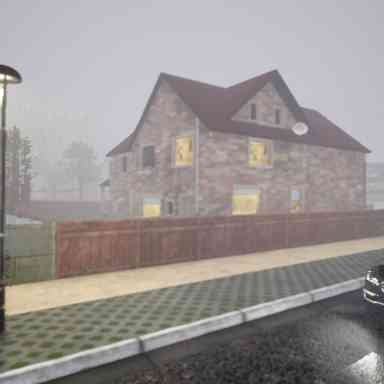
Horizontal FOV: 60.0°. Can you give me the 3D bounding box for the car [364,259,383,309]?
[{"bbox_3d":[5.530,1.597,6.996,4.892,1.490,1.837,1,0,-35],"label":"car"}]
